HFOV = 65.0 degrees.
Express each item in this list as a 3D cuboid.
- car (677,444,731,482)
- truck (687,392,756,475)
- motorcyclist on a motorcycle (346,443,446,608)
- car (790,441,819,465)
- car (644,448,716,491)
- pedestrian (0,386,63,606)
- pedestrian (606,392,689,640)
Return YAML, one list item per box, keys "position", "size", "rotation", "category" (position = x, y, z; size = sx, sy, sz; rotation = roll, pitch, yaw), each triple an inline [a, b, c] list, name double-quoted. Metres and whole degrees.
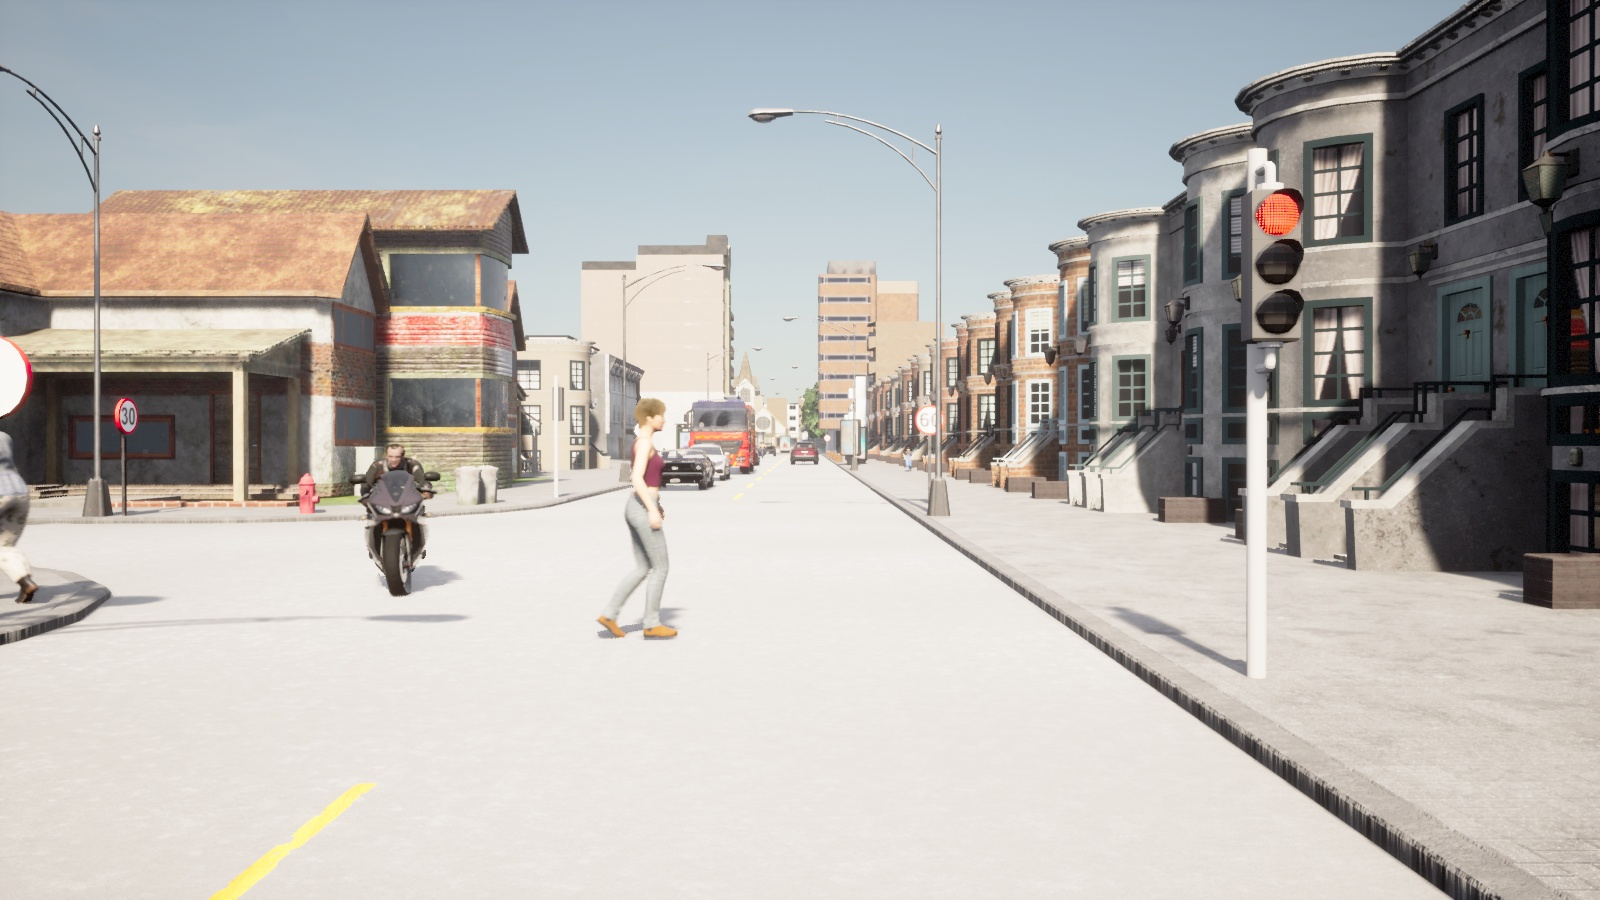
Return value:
- position: [-3.820, 0.482, 50.824]
  size: [1.812, 1.442, 4.674]
  rotation: [0, 0, 0]
  category: "car"
- position: [-3.776, -0.773, 62.368]
  size: [2.891, 3.827, 8.468]
  rotation: [0, 0, 0]
  category: "truck"
- position: [-4.151, 0.705, 12.970]
  size: [0.866, 1.530, 2.191]
  rotation: [-2, 1, -17]
  category: "motorcyclist on a motorcycle"
- position: [0.317, 0.180, 87.900]
  size: [2.033, 1.649, 4.856]
  rotation: [0, 0, 0]
  category: "car"
- position: [-3.852, 0.612, 41.032]
  size: [1.895, 1.301, 4.718]
  rotation: [0, 0, 0]
  category: "car"
- position: [-7.138, 0.388, 10.916]
  size: [0.900, 1.855, 0.874]
  rotation: [0, 0, 11]
  category: "pedestrian"
- position: [-1.161, 0.485, 9.536]
  size: [0.594, 1.836, 0.345]
  rotation: [0, 0, -13]
  category: "pedestrian"
